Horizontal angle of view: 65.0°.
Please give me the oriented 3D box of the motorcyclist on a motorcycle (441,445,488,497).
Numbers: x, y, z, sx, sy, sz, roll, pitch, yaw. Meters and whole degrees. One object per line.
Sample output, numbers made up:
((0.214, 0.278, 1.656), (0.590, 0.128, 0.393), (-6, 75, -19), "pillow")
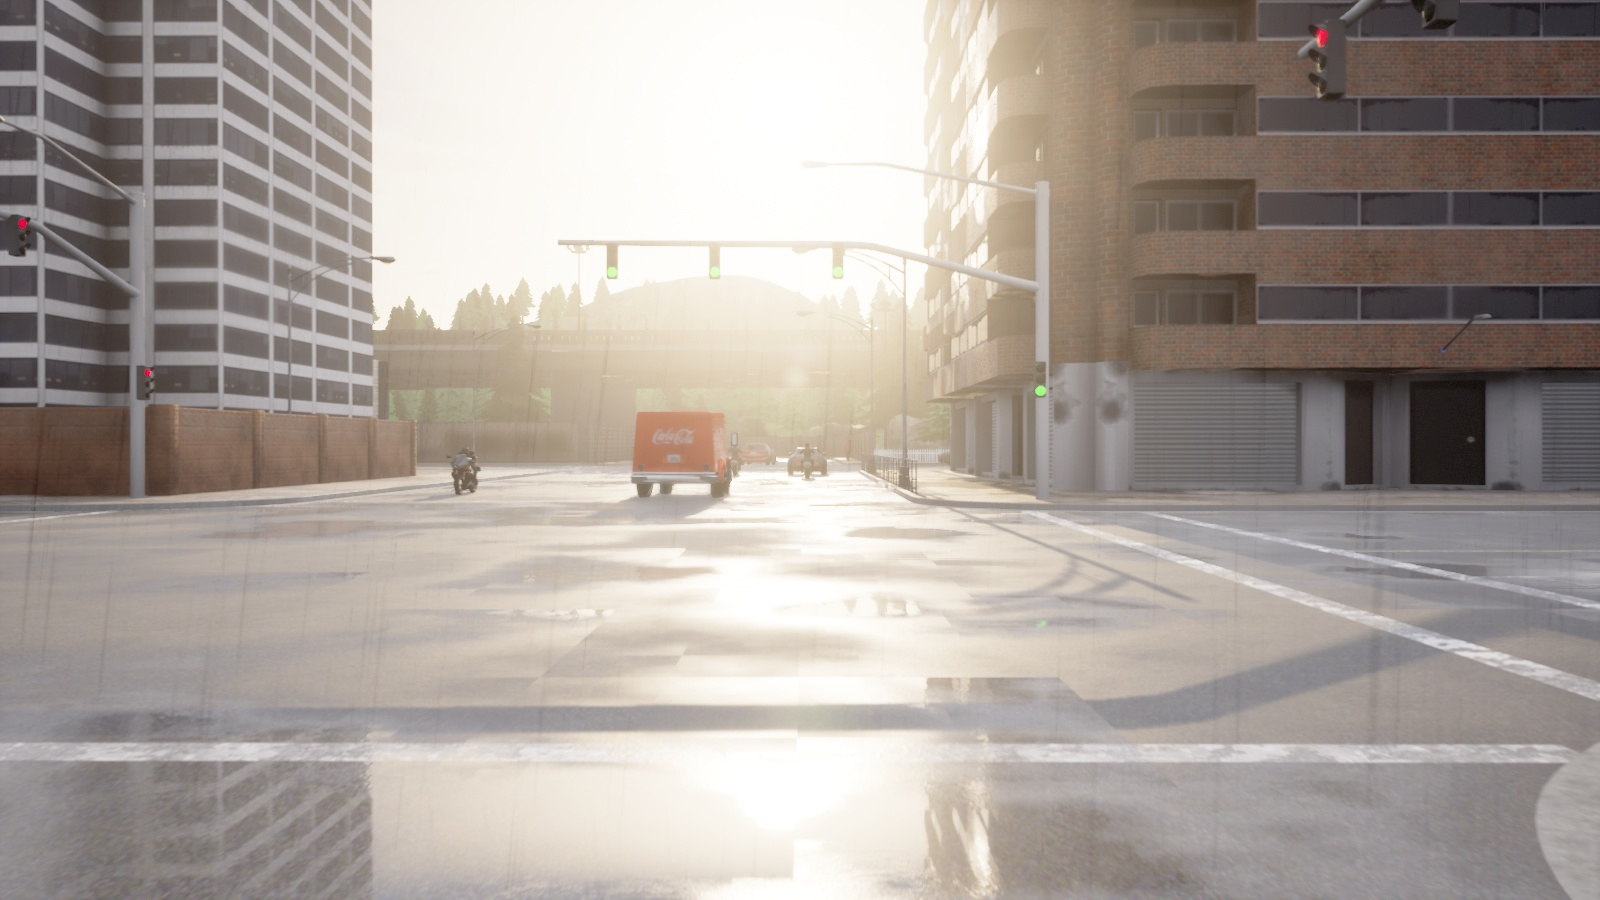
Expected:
((-10.270, 0.617, 38.535), (0.866, 1.530, 2.191), (0, 0, 0), "motorcyclist on a motorcycle")

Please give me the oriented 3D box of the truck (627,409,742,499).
((-3.311, 0.106, 37.157), (2.627, 2.467, 5.204), (0, 0, 3), "truck")

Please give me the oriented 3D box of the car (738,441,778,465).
((-3.068, 0.209, 92.943), (2.242, 1.667, 4.611), (0, 0, 7), "car")

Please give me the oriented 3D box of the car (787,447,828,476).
((0.370, 0.552, 63.730), (1.994, 1.385, 4.181), (0, 0, 0), "car")
